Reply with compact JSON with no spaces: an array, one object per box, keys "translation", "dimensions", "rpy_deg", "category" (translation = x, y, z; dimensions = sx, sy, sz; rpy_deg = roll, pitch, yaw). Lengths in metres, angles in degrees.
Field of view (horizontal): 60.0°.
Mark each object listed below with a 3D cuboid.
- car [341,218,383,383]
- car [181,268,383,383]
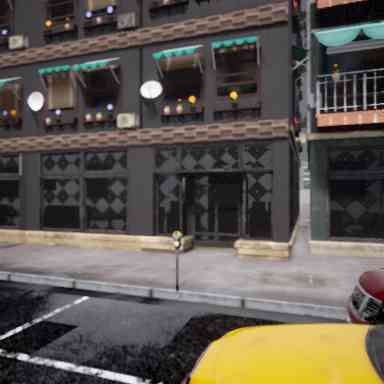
[{"translation":[4.397,1.338,3.485],"dimensions":[5.009,1.841,2.192],"rpy_deg":[0,0,19],"category":"car"},{"translation":[2.457,1.470,2.184],"dimensions":[5.366,1.575,1.801],"rpy_deg":[0,0,18],"category":"car"}]
